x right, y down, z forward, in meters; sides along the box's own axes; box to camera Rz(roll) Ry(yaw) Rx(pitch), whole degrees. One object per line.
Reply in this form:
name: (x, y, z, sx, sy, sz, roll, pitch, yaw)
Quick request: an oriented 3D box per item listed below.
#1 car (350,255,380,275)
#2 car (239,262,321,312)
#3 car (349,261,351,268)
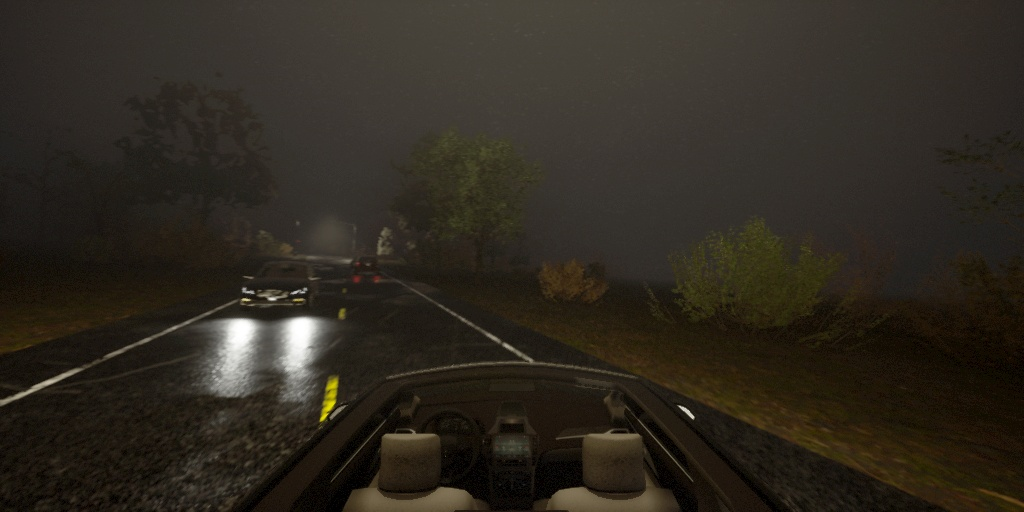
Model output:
car: (-13.288, 0.736, 32.733, 2.097, 1.767, 4.553, 3, -1, -26)
car: (-7.944, 0.967, 12.613, 1.837, 1.490, 4.892, 3, -1, -25)
car: (-18.117, 0.798, 42.556, 1.994, 1.385, 4.181, 3, 0, -26)
